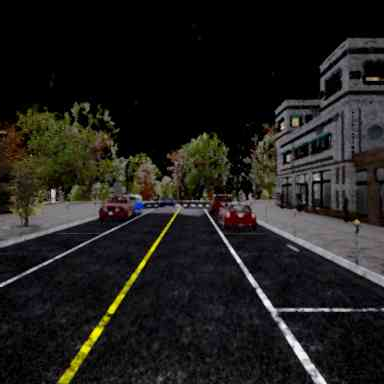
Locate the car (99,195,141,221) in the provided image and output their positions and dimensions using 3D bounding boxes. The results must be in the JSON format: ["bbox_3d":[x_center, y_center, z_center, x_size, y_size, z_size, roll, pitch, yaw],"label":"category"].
[{"bbox_3d":[-5.690,1.174,25.834,2.192,1.841,5.009,1,0,0],"label":"car"}]

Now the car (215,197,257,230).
[{"bbox_3d":[2.691,1.331,20.308,1.967,1.590,4.097,1,0,0],"label":"car"}]

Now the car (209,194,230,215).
[{"bbox_3d":[2.701,1.142,31.392,2.192,1.841,5.009,1,0,0],"label":"car"}]

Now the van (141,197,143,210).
[{"bbox_3d":[-5.706,1.169,31.376,1.690,1.788,3.998,1,0,0],"label":"van"}]

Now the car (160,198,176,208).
[{"bbox_3d":[-3.034,1.364,42.556,1.895,1.301,4.718,0,0,0],"label":"car"}]

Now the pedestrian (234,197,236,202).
[{"bbox_3d":[6.112,1.246,47.006,0.500,1.100,0.500,1,0,0],"label":"pedestrian"}]

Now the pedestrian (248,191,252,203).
[{"bbox_3d":[8.112,0.780,46.410,0.375,1.860,0.375,1,0,0],"label":"pedestrian"}]

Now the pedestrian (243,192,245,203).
[{"bbox_3d":[7.112,0.951,45.808,0.375,1.860,0.375,1,0,0],"label":"pedestrian"}]
